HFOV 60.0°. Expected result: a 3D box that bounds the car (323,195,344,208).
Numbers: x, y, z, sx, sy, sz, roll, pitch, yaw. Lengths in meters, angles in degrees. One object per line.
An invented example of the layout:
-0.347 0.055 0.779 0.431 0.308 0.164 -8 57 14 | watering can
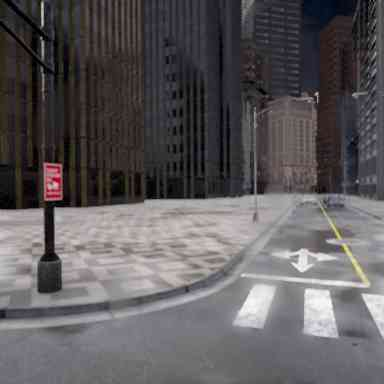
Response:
17.514 1.190 40.778 2.033 1.411 5.357 0 0 20 | car

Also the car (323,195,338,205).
21.000 1.163 50.632 1.895 1.301 4.718 0 0 20 | car

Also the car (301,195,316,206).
16.205 1.144 46.118 1.812 1.442 4.674 0 0 20 | car
